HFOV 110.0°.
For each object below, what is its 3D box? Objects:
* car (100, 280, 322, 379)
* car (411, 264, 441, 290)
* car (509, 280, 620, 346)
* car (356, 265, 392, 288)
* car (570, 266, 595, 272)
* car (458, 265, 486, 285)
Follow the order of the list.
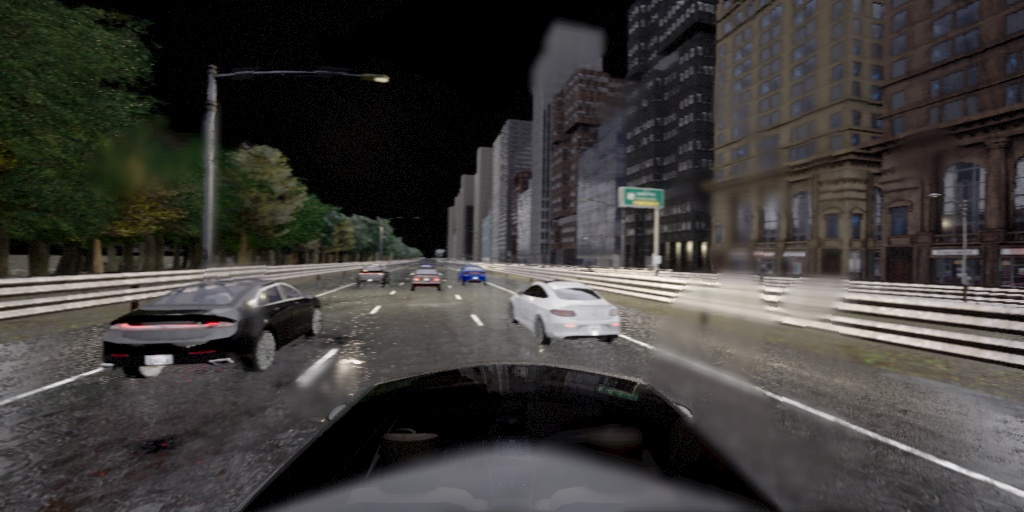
[{"bbox_3d":[-5.363,1.217,7.245,2.128,1.511,4.902,1,-1,-13],"label":"car"},{"bbox_3d":[-5.680,1.465,23.796,2.033,1.411,5.357,1,-1,-13],"label":"car"},{"bbox_3d":[1.219,1.391,9.824,1.812,1.442,4.674,1,-1,-13],"label":"car"},{"bbox_3d":[-9.614,1.362,25.236,2.128,1.511,4.902,1,-1,-13],"label":"car"},{"bbox_3d":[9.927,2.183,52.512,1.837,1.490,4.892,1,-1,-31],"label":"car"},{"bbox_3d":[-3.278,1.496,28.863,1.882,1.535,5.008,1,-1,-13],"label":"car"}]
